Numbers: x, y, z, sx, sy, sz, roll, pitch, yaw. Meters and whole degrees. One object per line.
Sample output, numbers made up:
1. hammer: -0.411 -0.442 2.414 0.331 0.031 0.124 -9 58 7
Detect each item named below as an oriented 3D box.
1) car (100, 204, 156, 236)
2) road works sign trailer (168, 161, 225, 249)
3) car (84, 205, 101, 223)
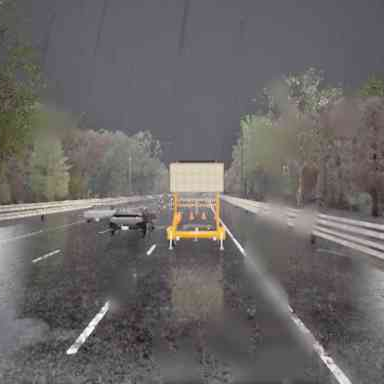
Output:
1. car: -3.113 1.476 18.139 2.128 1.511 4.902 0 0 1
2. road works sign trailer: 0.209 0.452 14.430 2.380 3.560 2.880 0 0 2
3. car: -6.457 1.579 25.081 1.895 1.301 4.718 0 0 1
